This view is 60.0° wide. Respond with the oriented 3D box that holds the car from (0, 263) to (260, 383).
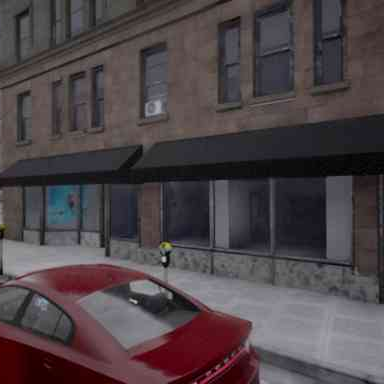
[{"bbox_3d":[-1.461,1.545,3.908,4.507,1.381,1.887,0,0,36],"label":"car"}]
